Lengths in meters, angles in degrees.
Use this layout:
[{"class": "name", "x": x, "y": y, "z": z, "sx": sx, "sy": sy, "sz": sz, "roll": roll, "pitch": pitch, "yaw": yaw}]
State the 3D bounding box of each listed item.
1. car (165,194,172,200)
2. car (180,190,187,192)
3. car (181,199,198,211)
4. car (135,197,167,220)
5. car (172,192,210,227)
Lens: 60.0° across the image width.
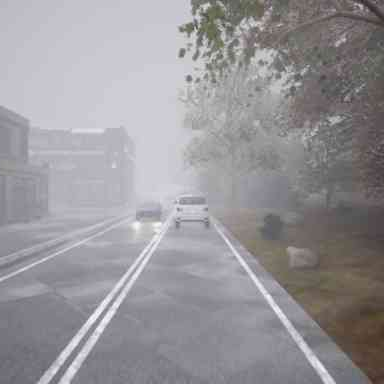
[{"class": "car", "x": -4.976, "y": 1.158, "z": 72.966, "sx": 1.812, "sy": 1.442, "sz": 4.674, "roll": 0, "pitch": 1, "yaw": -3}, {"class": "car", "x": -2.039, "y": 0.572, "z": 79.111, "sx": 2.150, "sy": 2.045, "sz": 5.566, "roll": 0, "pitch": 1, "yaw": -3}, {"class": "car", "x": -0.362, "y": 1.524, "z": 40.874, "sx": 1.895, "sy": 1.301, "sz": 4.718, "roll": 0, "pitch": 0, "yaw": -2}, {"class": "car", "x": -3.454, "y": 1.439, "z": 27.533, "sx": 1.882, "sy": 1.535, "sz": 5.008, "roll": 0, "pitch": 0, "yaw": 0}, {"class": "car", "x": -0.017, "y": 1.195, "z": 22.454, "sx": 2.150, "sy": 2.045, "sz": 5.566, "roll": 0, "pitch": 0, "yaw": -1}]
